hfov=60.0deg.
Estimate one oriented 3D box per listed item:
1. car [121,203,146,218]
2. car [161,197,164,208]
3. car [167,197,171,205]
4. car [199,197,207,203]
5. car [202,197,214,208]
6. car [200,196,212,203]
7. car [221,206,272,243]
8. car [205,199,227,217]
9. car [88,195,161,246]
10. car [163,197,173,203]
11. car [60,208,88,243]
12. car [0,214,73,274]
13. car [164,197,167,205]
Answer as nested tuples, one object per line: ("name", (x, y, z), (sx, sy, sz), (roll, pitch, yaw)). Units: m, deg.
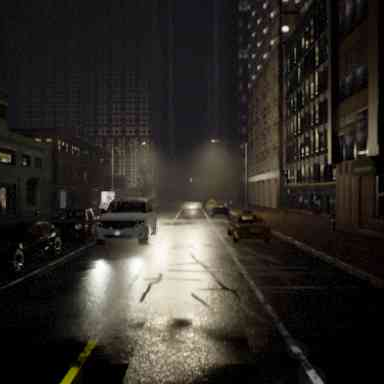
("car", (-5.695, 1.761, 32.827), (1.802, 1.307, 4.206), (0, 0, 0))
("car", (-5.696, 1.712, 49.400), (1.967, 1.590, 4.097), (0, 0, 0))
("car", (-5.697, 1.806, 65.972), (1.967, 1.590, 4.097), (0, 0, 0))
("car", (2.813, 2.043, 82.548), (1.802, 1.307, 4.206), (0, 0, 0))
("car", (2.684, 1.766, 44.049), (1.752, 1.417, 4.829), (0, 0, 0))
("car", (2.683, 1.618, 54.929), (2.192, 1.841, 5.009), (0, 0, 0))
("car", (2.685, 1.614, 16.428), (1.752, 1.417, 4.829), (0, 0, 0))
("car", (2.685, 1.729, 32.831), (2.008, 1.369, 4.403), (0, 0, 0))
("car", (-3.001, 1.309, 16.144), (2.150, 2.045, 5.566), (0, 0, 0))
("car", (-5.827, 1.998, 81.171), (1.887, 1.381, 4.507), (0, 0, 0))
("car", (-5.695, 1.529, 16.255), (1.967, 1.590, 4.097), (0, 0, 0))
("car", (-5.694, 1.625, 10.730), (1.947, 1.339, 4.313), (0, 0, 0))
("car", (-5.696, 1.885, 54.923), (1.802, 1.307, 4.206), (0, 0, 0))
